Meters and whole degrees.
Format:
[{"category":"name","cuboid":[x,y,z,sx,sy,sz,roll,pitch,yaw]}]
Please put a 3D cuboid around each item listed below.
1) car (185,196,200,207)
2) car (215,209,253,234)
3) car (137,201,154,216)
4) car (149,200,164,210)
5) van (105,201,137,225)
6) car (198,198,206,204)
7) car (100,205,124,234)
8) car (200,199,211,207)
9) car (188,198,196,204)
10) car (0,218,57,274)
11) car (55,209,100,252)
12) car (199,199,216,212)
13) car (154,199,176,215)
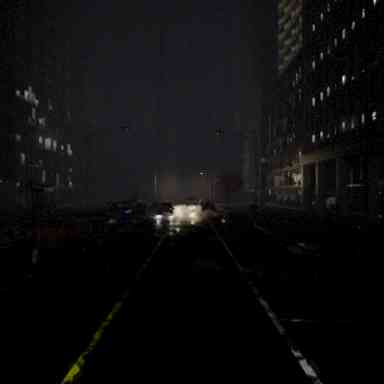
[{"category":"car","cuboid":[-0.062,1.883,64.261,2.150,2.045,5.566,0,-1,0]},{"category":"car","cuboid":[2.661,1.783,20.382,1.802,1.307,4.206,-1,-1,0]},{"category":"car","cuboid":[-5.736,1.918,37.248,1.887,1.381,4.507,-1,-1,0]},{"category":"car","cuboid":[-5.752,2.102,54.123,2.008,1.369,4.403,-1,-1,0]},{"category":"van","cuboid":[-5.729,1.599,26.000,1.690,1.788,3.998,-1,-1,0]},{"category":"car","cuboid":[2.596,2.450,88.050,1.752,1.417,4.829,-1,-1,0]},{"category":"car","cuboid":[-5.720,1.746,20.374,1.887,1.381,4.507,-1,-1,0]},{"category":"car","cuboid":[2.615,2.113,65.381,1.967,1.590,4.097,-1,-1,0]},{"category":"car","cuboid":[-0.074,2.165,80.542,1.882,1.535,5.008,0,-1,0]},{"category":"car","cuboid":[-5.709,1.640,9.124,2.008,1.369,4.403,-1,-1,0]},{"category":"car","cuboid":[-5.715,1.669,14.580,1.752,1.417,4.829,-1,-1,0]},{"category":"car","cuboid":[2.309,1.993,46.256,1.812,1.442,4.674,0,-1,0]},{"category":"car","cuboid":[-3.128,1.923,39.542,1.812,1.442,4.674,0,-1,0]}]
